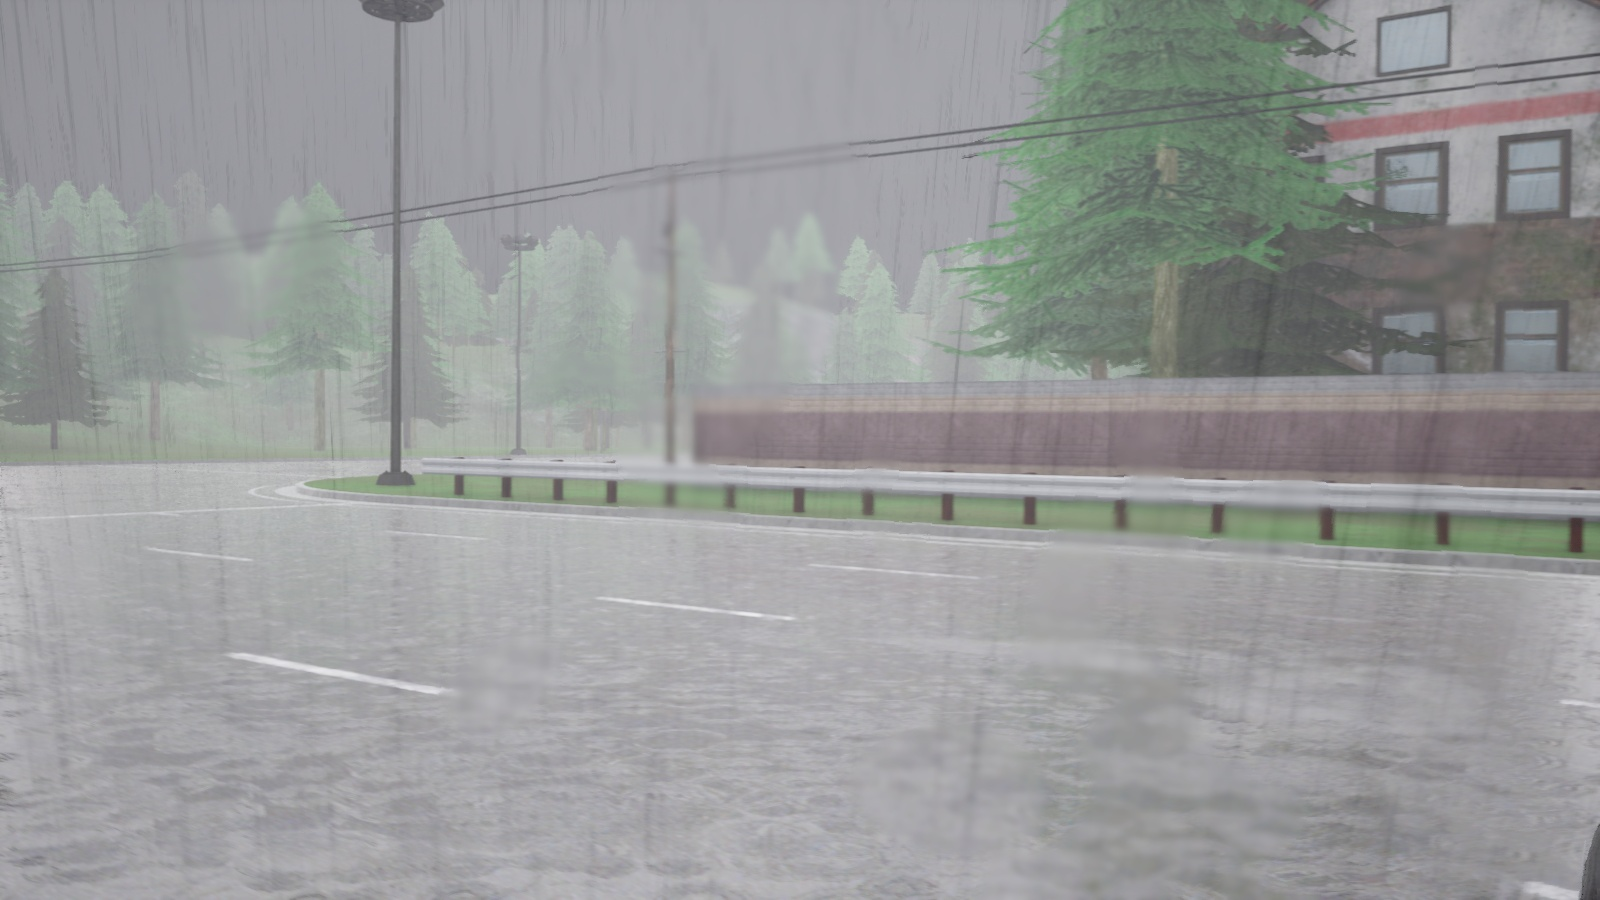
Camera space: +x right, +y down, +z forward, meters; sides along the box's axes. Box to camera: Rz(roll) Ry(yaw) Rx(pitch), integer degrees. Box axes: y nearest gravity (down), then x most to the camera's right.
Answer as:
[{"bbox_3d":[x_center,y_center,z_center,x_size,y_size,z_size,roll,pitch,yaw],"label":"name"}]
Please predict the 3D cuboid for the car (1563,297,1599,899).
[{"bbox_3d":[3.261,0.580,1.456,3.988,1.617,1.851,0,1,34],"label":"car"}]
